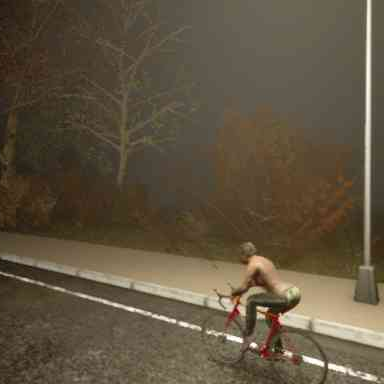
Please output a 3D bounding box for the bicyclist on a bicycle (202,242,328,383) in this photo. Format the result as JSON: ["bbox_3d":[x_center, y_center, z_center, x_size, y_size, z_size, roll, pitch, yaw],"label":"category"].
[{"bbox_3d":[0.799,1.451,4.063,1.656,1.620,0.582,0,0,35],"label":"bicyclist on a bicycle"}]
